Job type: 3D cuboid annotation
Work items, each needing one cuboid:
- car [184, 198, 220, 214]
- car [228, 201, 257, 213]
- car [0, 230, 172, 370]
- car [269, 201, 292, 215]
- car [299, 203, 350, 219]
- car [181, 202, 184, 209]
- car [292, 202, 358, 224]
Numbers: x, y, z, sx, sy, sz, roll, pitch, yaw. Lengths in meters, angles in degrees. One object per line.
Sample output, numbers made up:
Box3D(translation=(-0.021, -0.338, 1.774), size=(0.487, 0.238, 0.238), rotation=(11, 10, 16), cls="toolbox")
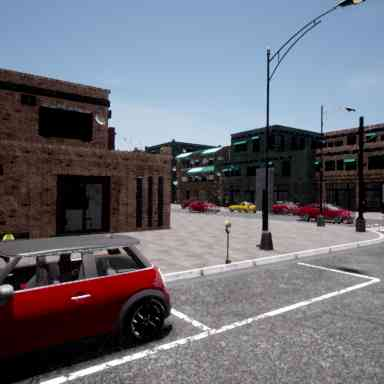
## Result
Box3D(translation=(1.381, 1.794, 39.162), size=(1.812, 1.442, 4.674), rotation=(1, -1, -35), cls="car")
Box3D(translation=(6.510, 1.879, 41.917), size=(1.752, 1.417, 4.829), rotation=(0, -1, -35), cls="car")
Box3D(translation=(-2.409, 1.440, 4.826), size=(4.097, 1.590, 1.967), rotation=(0, 1, -36), cls="car")
Box3D(translation=(9.773, 1.739, 37.222), size=(1.967, 1.590, 4.097), rotation=(0, -1, -35), cls="car")
Box3D(translation=(12.938, 1.812, 32.664), size=(1.947, 1.339, 4.313), rotation=(0, -1, -35), cls="car")
Box3D(translation=(0.277, 1.773, 50.893), size=(2.192, 1.841, 5.009), rotation=(0, -1, -35), cls="car")
Box3D(translation=(10.484, 1.640, 25.946), size=(1.812, 1.442, 4.674), rotation=(1, -1, -34), cls="car")
